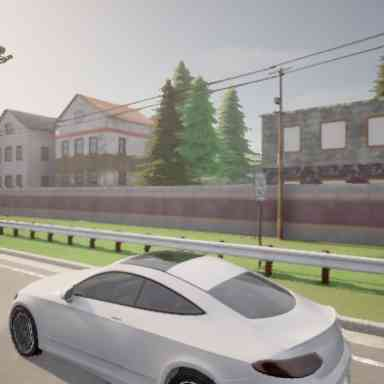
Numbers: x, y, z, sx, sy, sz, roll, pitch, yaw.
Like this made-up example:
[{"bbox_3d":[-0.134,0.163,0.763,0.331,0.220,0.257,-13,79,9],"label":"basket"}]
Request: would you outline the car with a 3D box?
[{"bbox_3d":[-0.510,1.524,4.337,4.674,1.442,1.812,0,0,35],"label":"car"}]
